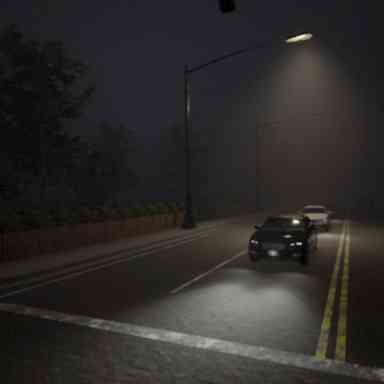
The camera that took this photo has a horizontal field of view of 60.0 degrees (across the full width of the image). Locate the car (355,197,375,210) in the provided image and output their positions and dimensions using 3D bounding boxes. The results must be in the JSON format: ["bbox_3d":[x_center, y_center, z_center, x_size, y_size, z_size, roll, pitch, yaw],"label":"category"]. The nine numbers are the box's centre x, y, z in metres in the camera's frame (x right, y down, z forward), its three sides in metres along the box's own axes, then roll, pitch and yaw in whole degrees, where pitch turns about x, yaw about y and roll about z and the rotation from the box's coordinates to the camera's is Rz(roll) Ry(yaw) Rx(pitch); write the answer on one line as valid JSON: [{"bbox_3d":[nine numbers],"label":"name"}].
[{"bbox_3d":[22.739,1.396,43.813,2.097,1.767,4.553,-2,-1,26],"label":"car"}]

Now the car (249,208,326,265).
[{"bbox_3d":[3.479,1.566,12.173,2.128,1.511,4.902,-1,-1,26],"label":"car"}]

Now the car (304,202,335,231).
[{"bbox_3d":[7.846,1.601,21.255,1.812,1.442,4.674,-1,-1,25],"label":"car"}]

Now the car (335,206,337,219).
[{"bbox_3d":[12.296,1.624,30.512,2.033,1.411,5.357,-1,-1,26],"label":"car"}]
